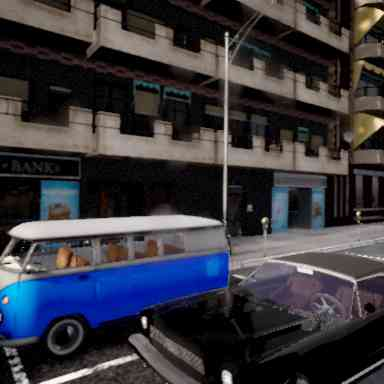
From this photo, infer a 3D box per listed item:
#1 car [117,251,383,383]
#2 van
[{"bbox_3d":[1.613,1.599,4.515,4.718,1.301,1.895,0,0,-35],"label":"car"},{"bbox_3d":[-1.192,1.340,5.691,3.998,1.788,1.690,0,1,-35],"label":"van"}]
